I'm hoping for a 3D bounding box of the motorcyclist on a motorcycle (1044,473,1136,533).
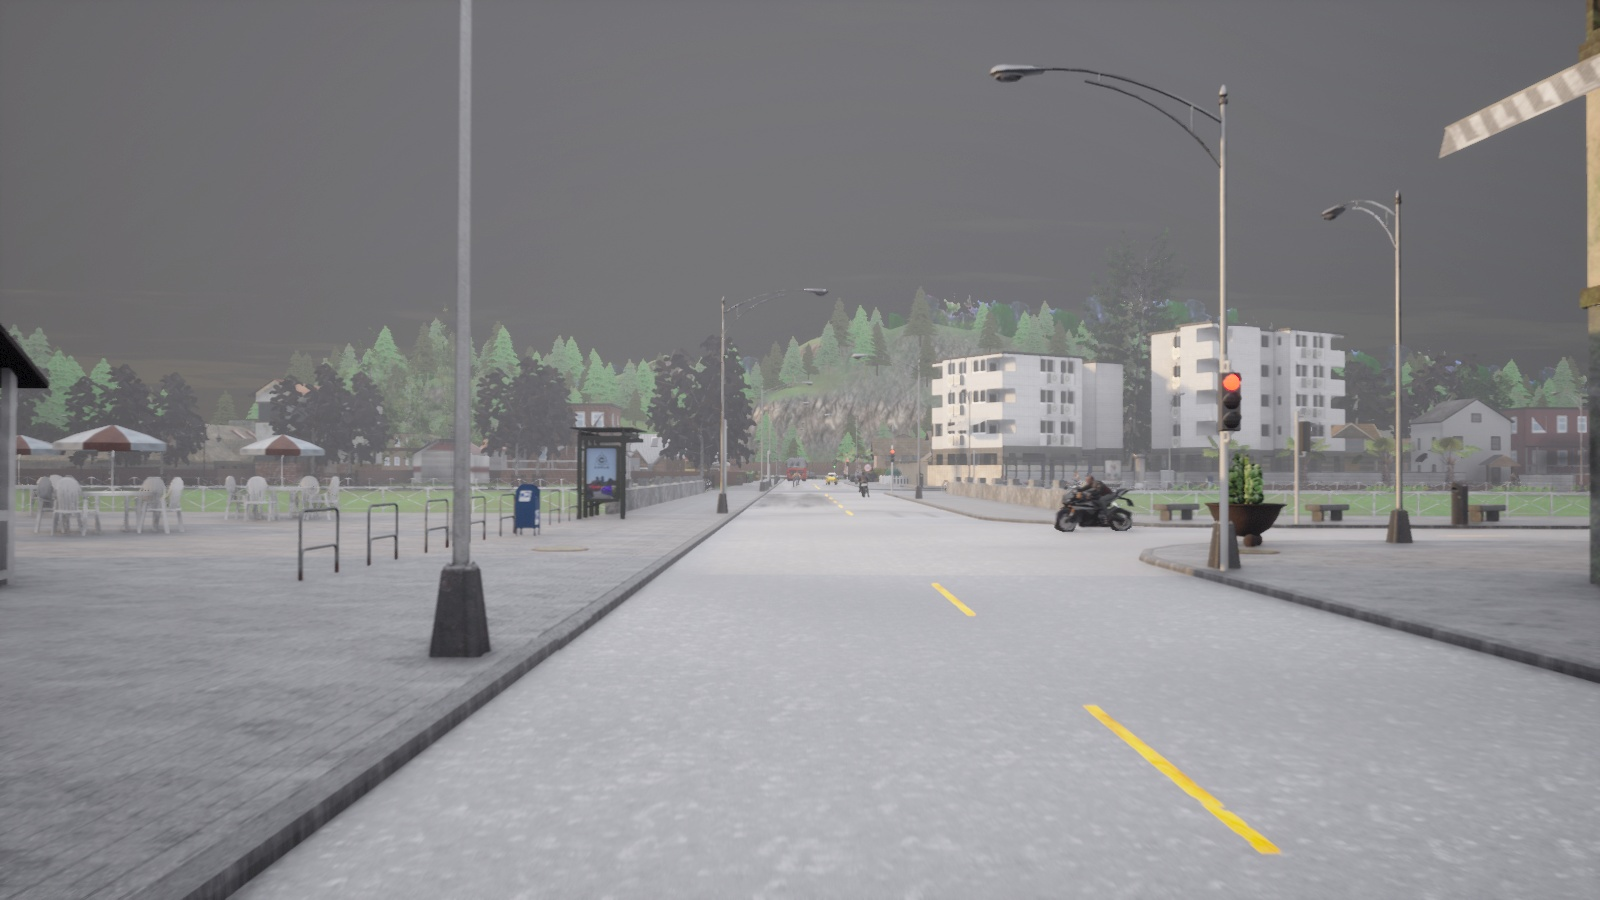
[{"bbox_3d":[7.587,1.369,32.849,2.191,1.530,0.866,0,0,-15],"label":"motorcyclist on a motorcycle"}]
